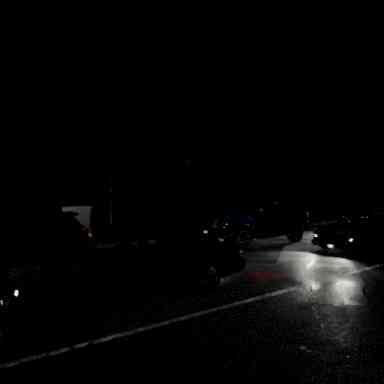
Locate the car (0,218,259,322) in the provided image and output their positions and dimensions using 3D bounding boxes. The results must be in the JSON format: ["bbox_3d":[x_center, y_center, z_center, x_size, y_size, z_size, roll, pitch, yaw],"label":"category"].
[{"bbox_3d":[-1.191,1.542,7.435,5.357,1.411,2.033,0,0,-35],"label":"car"}]

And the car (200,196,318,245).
[{"bbox_3d":[2.788,1.196,14.533,5.566,2.045,2.150,0,0,-35],"label":"car"}]

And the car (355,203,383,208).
[{"bbox_3d":[11.091,1.418,20.497,4.902,1.511,2.128,0,0,-36],"label":"car"}]

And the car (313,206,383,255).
[{"bbox_3d":[7.079,1.511,13.278,5.357,1.411,2.033,0,0,-35],"label":"car"}]

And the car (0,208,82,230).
[{"bbox_3d":[-5.018,1.350,9.003,4.553,1.767,2.097,0,0,-35],"label":"car"}]
